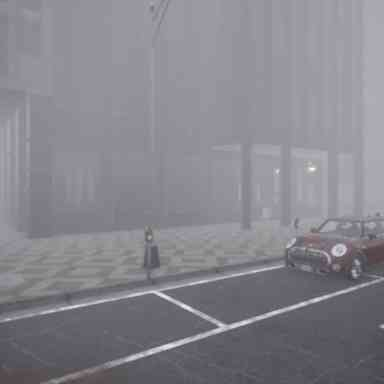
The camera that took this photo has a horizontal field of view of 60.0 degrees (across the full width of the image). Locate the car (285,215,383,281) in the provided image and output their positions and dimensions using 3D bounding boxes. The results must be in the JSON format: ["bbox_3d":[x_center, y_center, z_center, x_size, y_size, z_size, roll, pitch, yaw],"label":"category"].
[{"bbox_3d":[4.596,1.456,9.809,4.097,1.590,1.967,0,0,-36],"label":"car"}]
